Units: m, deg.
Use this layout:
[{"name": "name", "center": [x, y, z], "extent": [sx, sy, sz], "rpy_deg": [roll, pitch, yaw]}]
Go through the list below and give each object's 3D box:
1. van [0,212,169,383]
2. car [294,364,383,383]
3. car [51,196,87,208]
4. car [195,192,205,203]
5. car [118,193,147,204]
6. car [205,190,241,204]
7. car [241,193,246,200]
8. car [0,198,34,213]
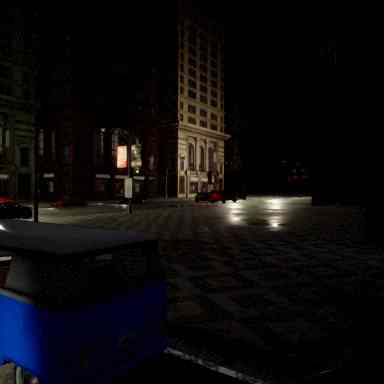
[{"name": "van", "center": [-2.205, 1.341, 4.626], "extent": [3.998, 1.788, 1.690], "rpy_deg": [0, 0, 35]}, {"name": "car", "center": [2.407, 1.582, 1.365], "extent": [4.206, 1.307, 1.802], "rpy_deg": [0, 0, 35]}, {"name": "car", "center": [-14.734, 1.186, 40.007], "extent": [1.994, 1.385, 4.181], "rpy_deg": [0, 1, 35]}, {"name": "car", "center": [2.441, 0.755, 52.803], "extent": [2.097, 1.767, 4.553], "rpy_deg": [0, 1, 36]}, {"name": "car", "center": [-8.671, 0.995, 48.578], "extent": [1.837, 1.490, 4.892], "rpy_deg": [0, 1, 35]}, {"name": "car", "center": [4.811, 0.648, 50.534], "extent": [2.150, 2.045, 5.566], "rpy_deg": [0, 1, 36]}, {"name": "car", "center": [8.254, 0.752, 61.126], "extent": [1.882, 1.535, 5.008], "rpy_deg": [0, 1, 35]}, {"name": "car", "center": [-13.621, 1.395, 24.342], "extent": [1.994, 1.385, 4.181], "rpy_deg": [0, 1, 35]}]
